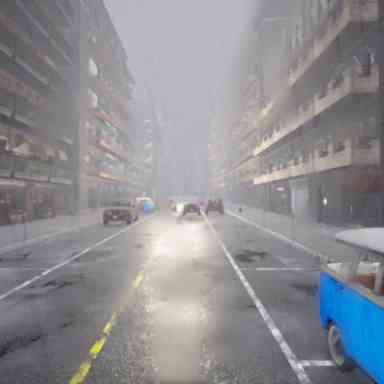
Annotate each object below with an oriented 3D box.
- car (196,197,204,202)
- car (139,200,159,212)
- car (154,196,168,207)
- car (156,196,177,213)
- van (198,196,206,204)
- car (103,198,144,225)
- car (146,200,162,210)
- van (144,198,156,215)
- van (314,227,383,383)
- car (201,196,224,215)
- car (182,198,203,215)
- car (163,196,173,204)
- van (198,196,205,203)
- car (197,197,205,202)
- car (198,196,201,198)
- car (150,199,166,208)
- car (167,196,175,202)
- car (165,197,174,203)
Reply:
[{"bbox_3d":[2.253,2.055,93.860,1.887,1.381,4.507,1,0,0],"label":"car"},{"bbox_3d":[-5.451,1.782,42.767,2.008,1.369,4.403,1,0,0],"label":"car"},{"bbox_3d":[-5.507,1.639,59.781,2.192,1.841,5.009,1,0,0],"label":"car"},{"bbox_3d":[-2.888,1.571,40.550,2.097,1.767,4.553,0,0,0],"label":"car"},{"bbox_3d":[2.314,1.756,76.850,1.690,1.788,3.998,1,0,0],"label":"van"},{"bbox_3d":[-5.389,1.456,25.756,2.192,1.841,5.009,1,0,0],"label":"car"},{"bbox_3d":[-5.471,1.828,48.438,1.947,1.339,4.313,1,0,0],"label":"car"},{"bbox_3d":[-5.429,1.542,37.098,1.690,1.788,3.998,1,0,0],"label":"van"},{"bbox_3d":[2.569,1.357,3.131,1.690,1.788,3.998,1,0,0],"label":"van"},{"bbox_3d":[2.452,1.513,37.155,2.192,1.841,5.009,1,0,0],"label":"car"},{"bbox_3d":[-0.023,1.721,36.481,1.812,1.442,4.674,0,0,0],"label":"car"},{"bbox_3d":[-5.567,1.858,76.793,1.967,1.590,4.097,1,0,0],"label":"car"},{"bbox_3d":[2.294,1.788,82.521,1.690,1.788,3.998,1,0,0],"label":"van"},{"bbox_3d":[2.272,2.044,88.190,1.947,1.339,4.313,1,0,0],"label":"car"},{"bbox_3d":[2.370,1.887,59.837,1.947,1.339,4.313,1,0,0],"label":"car"},{"bbox_3d":[-5.490,1.844,54.109,2.008,1.369,4.403,1,0,0],"label":"car"},{"bbox_3d":[-5.606,1.922,88.134,1.967,1.590,4.097,1,0,0],"label":"car"},{"bbox_3d":[-5.589,2.032,82.462,1.802,1.307,4.206,1,0,0],"label":"car"}]
